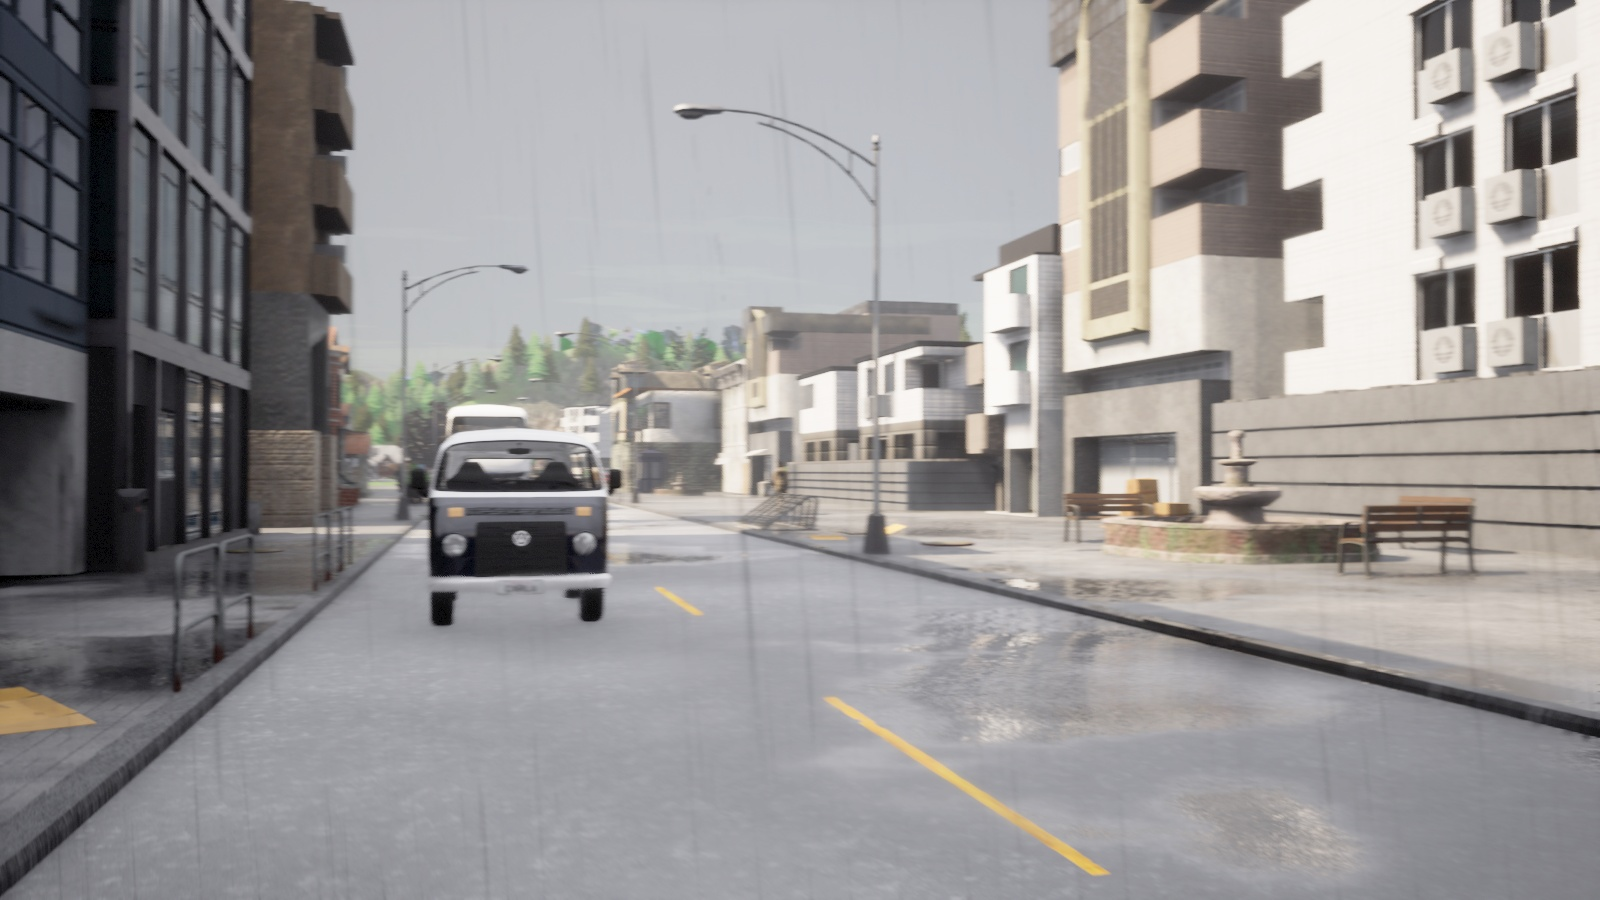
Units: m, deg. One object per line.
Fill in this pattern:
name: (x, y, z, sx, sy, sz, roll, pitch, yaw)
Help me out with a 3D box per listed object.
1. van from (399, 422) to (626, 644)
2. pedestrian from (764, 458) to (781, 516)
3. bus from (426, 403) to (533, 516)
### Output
van: (-3.253, 0.800, 13.968, 2.069, 2.038, 4.480, 0, -1, -15)
pedestrian: (-0.917, 1.246, 42.272, 0.396, 1.930, 0.692, 0, -1, -16)
bus: (-13.458, 0.435, 52.627, 3.944, 4.253, 10.273, 0, -1, -15)
